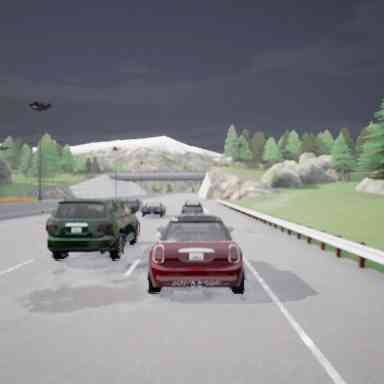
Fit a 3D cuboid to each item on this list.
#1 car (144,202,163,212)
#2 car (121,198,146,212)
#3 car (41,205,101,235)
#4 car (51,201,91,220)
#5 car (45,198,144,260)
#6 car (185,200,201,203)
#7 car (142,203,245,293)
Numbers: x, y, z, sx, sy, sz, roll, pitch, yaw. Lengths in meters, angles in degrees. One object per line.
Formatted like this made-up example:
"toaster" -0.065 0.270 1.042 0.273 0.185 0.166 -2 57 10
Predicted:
"car" -3.446 1.592 30.876 1.895 1.301 4.718 0 0 0
"car" -6.959 1.482 39.760 2.128 1.511 4.902 0 0 0
"car" -6.927 1.562 19.596 1.994 1.385 4.181 0 0 0
"car" -10.442 1.559 28.983 1.994 1.385 4.181 0 0 0
"car" -3.417 1.219 12.512 2.150 2.045 5.566 0 0 0
"car" 0.058 1.482 29.264 2.128 1.511 4.902 0 0 0
"car" 0.088 1.349 8.987 2.097 1.767 4.553 0 0 0
